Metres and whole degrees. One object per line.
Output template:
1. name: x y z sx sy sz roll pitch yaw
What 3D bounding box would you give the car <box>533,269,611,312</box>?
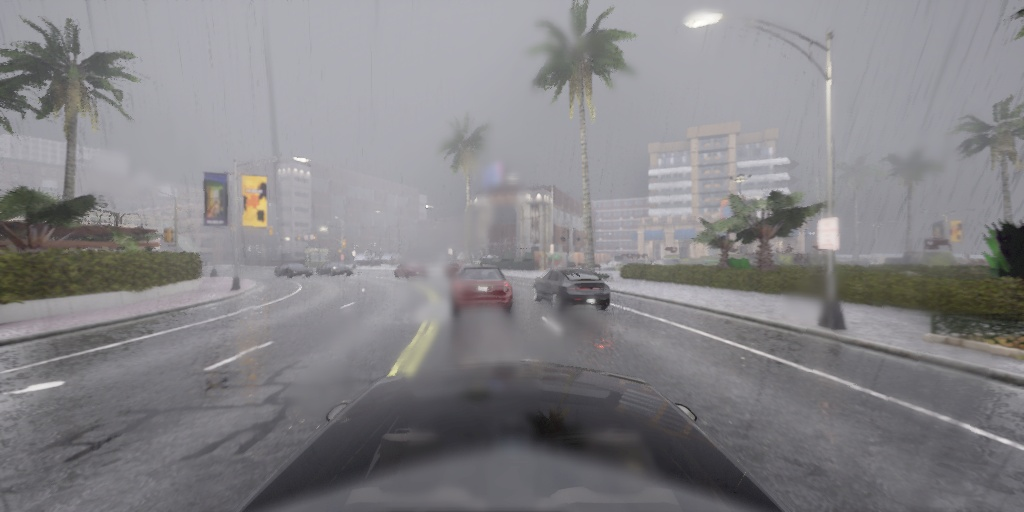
1. car: 2.166 1.238 14.149 1.837 1.490 4.892 0 0 -11

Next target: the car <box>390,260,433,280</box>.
1. car: -9.007 1.314 31.867 1.812 1.442 4.674 0 0 -35

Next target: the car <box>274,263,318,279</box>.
1. car: -21.260 1.403 34.776 5.357 1.411 2.033 0 0 39

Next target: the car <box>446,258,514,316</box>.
1. car: -1.322 1.105 13.756 2.097 1.767 4.553 0 0 -11

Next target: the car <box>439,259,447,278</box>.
1. car: -4.429 1.241 31.274 1.882 1.535 5.008 0 0 -31

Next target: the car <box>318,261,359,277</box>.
1. car: -18.208 1.385 36.717 5.357 1.411 2.033 0 0 41
